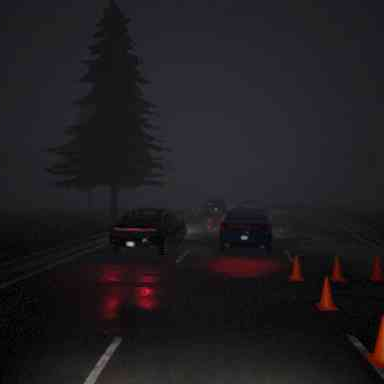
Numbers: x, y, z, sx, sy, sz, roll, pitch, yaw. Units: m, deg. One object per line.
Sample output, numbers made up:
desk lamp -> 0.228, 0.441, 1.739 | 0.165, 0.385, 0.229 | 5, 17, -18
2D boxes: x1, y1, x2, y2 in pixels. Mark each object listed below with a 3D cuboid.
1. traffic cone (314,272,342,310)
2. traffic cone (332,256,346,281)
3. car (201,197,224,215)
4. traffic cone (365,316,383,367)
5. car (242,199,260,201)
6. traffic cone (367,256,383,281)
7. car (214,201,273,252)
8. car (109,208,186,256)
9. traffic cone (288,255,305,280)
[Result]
traffic cone -> 2.570, 1.905, 6.361 | 0.340, 0.580, 0.340 | 0, 1, 2
traffic cone -> 3.625, 1.891, 8.332 | 0.340, 0.580, 0.340 | 0, 1, 2
car -> 1.909, 1.216, 30.353 | 2.128, 1.511, 4.902 | 1, 0, -3
traffic cone -> 2.514, 1.923, 4.362 | 0.340, 0.580, 0.340 | 0, 1, 2
car -> 5.485, 1.328, 31.445 | 1.895, 1.301, 4.718 | 0, 1, -7
traffic cone -> 4.625, 1.895, 8.305 | 0.340, 0.580, 0.340 | 0, 1, 2
car -> 2.248, 1.359, 13.523 | 1.882, 1.535, 5.008 | 0, 0, 12
car -> -1.488, 1.367, 12.635 | 2.128, 1.511, 4.902 | 0, 1, 10
traffic cone -> 2.625, 1.886, 8.360 | 0.340, 0.580, 0.340 | 0, 1, 2
